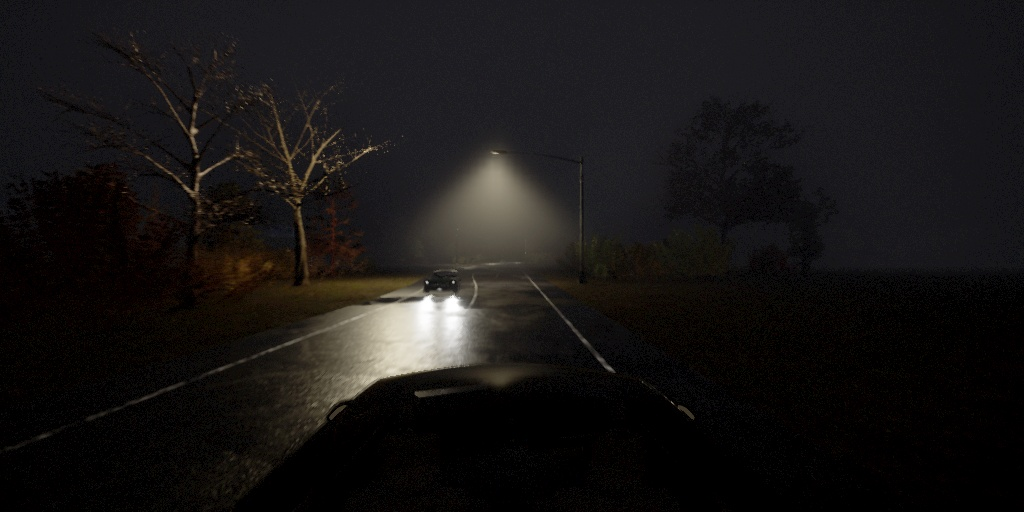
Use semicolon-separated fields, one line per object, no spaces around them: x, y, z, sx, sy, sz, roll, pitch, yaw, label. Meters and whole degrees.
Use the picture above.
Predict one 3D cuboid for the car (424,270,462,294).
-4.071;1.517;21.644;1.895;1.301;4.718;0;0;-5;car
